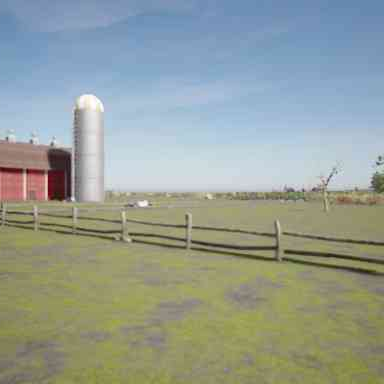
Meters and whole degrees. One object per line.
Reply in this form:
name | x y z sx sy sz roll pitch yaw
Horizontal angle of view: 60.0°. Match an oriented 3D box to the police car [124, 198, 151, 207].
police car | -8.899 1.825 53.965 2.038 1.542 4.974 0 -1 35
